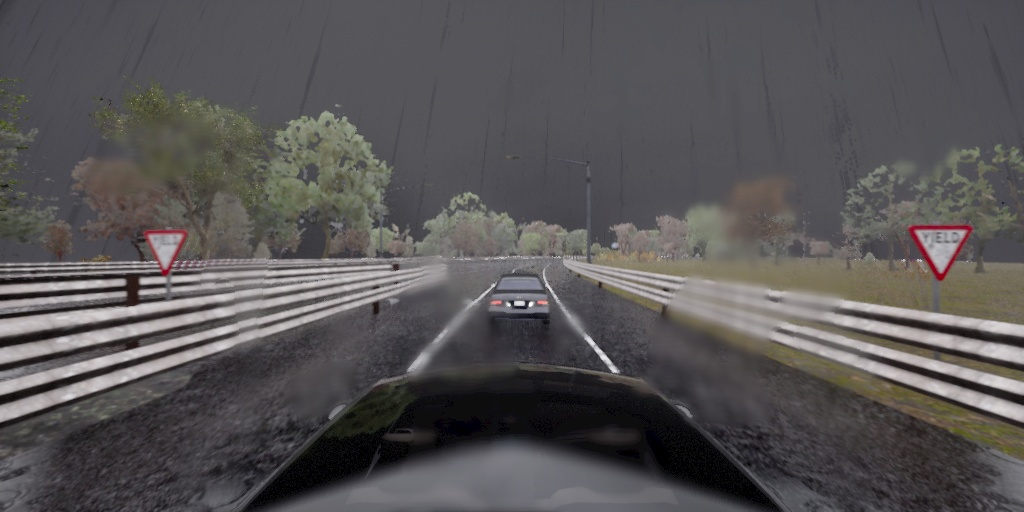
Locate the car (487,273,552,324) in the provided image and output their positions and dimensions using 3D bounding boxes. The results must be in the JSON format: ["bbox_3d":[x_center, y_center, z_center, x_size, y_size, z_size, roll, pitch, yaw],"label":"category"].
[{"bbox_3d":[0.264,1.258,11.751,2.033,1.411,5.357,0,0,2],"label":"car"}]
